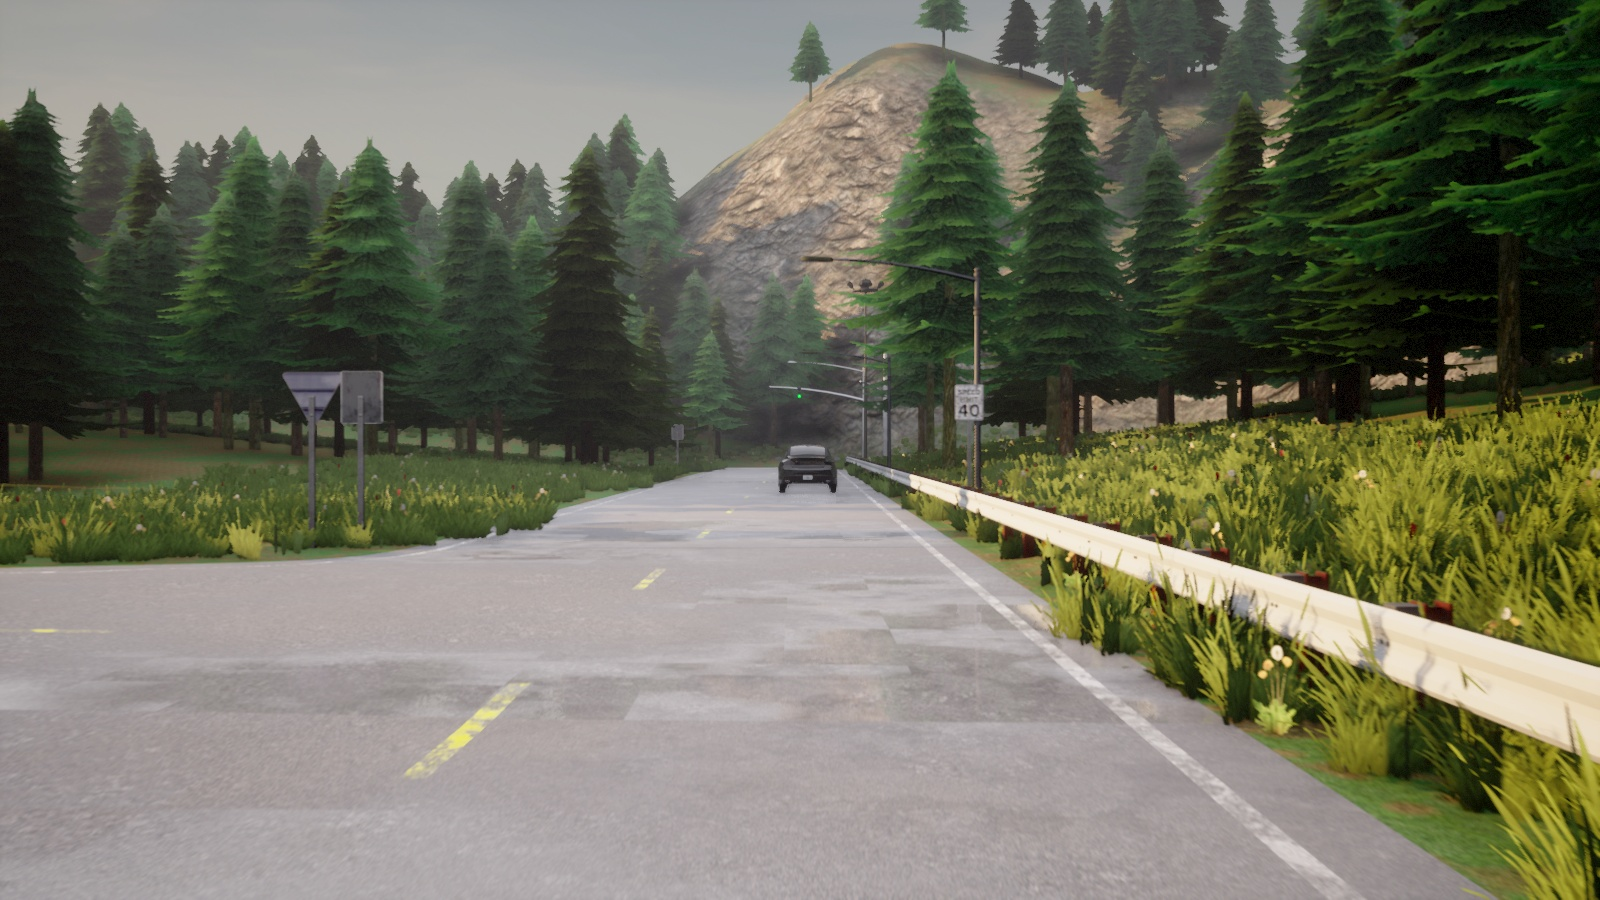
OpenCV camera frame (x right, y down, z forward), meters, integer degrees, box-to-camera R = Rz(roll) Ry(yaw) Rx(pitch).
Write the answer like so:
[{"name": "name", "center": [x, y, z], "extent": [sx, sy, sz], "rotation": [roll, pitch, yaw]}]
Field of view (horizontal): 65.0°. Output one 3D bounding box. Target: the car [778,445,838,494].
[{"name": "car", "center": [0.253, 0.583, 41.088], "extent": [1.837, 1.490, 4.892], "rotation": [0, 0, 0]}]
